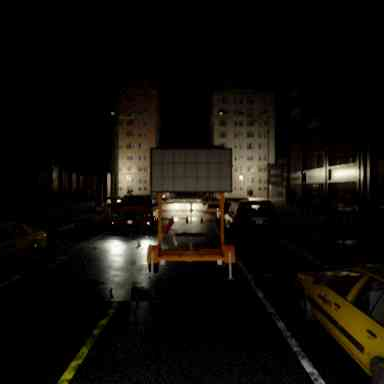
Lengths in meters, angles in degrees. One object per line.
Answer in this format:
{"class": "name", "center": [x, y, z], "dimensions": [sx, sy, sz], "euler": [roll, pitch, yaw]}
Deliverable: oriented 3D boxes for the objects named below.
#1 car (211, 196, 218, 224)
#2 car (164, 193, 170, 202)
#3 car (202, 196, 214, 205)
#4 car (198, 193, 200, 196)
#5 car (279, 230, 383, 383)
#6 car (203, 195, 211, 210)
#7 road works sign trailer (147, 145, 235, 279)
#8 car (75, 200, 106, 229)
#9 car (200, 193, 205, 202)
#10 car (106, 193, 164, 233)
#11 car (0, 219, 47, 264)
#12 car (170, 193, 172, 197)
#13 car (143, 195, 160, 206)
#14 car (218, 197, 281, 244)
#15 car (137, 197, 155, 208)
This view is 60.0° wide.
{"class": "car", "center": [2.619, 1.237, 21.036], "dimensions": [2.192, 1.841, 5.009], "euler": [0, 0, 0]}
{"class": "car", "center": [-6.006, 1.248, 66.159], "dimensions": [1.947, 1.339, 4.313], "euler": [0, 0, 0]}
{"class": "car", "center": [2.545, 1.329, 54.874], "dimensions": [1.802, 1.307, 4.206], "euler": [0, 0, 0]}
{"class": "car", "center": [2.532, 1.259, 60.513], "dimensions": [1.887, 1.381, 4.507], "euler": [0, 0, 0]}
{"class": "car", "center": [2.657, 1.510, 4.329], "dimensions": [1.752, 1.417, 4.829], "euler": [0, 0, 1]}
{"class": "car", "center": [2.582, 1.393, 37.956], "dimensions": [2.008, 1.369, 4.403], "euler": [0, 0, 0]}
{"class": "road works sign trailer", "center": [-0.022, 0.428, 9.852], "dimensions": [2.380, 3.560, 2.880], "euler": [0, 0, 0]}
{"class": "car", "center": [-5.907, 1.447, 20.868], "dimensions": [1.752, 1.417, 4.829], "euler": [0, 0, 0]}
{"class": "car", "center": [2.557, 1.220, 49.234], "dimensions": [1.967, 1.590, 4.097], "euler": [0, 0, 0]}
{"class": "car", "center": [-3.145, 1.149, 19.542], "dimensions": [2.150, 2.045, 5.566], "euler": [0, 0, 0]}
{"class": "car", "center": [-5.888, 1.490, 9.555], "dimensions": [1.752, 1.417, 4.829], "euler": [0, 0, 1]}
{"class": "car", "center": [-6.018, 0.964, 71.798], "dimensions": [2.192, 1.841, 5.009], "euler": [0, 0, 0]}
{"class": "car", "center": [-5.969, 1.220, 49.240], "dimensions": [1.967, 1.590, 4.097], "euler": [0, 0, 0]}
{"class": "car", "center": [2.631, 1.259, 15.396], "dimensions": [2.192, 1.841, 5.009], "euler": [0, 0, 0]}
{"class": "car", "center": [-5.956, 1.393, 43.599], "dimensions": [1.802, 1.307, 4.206], "euler": [0, 0, 0]}
